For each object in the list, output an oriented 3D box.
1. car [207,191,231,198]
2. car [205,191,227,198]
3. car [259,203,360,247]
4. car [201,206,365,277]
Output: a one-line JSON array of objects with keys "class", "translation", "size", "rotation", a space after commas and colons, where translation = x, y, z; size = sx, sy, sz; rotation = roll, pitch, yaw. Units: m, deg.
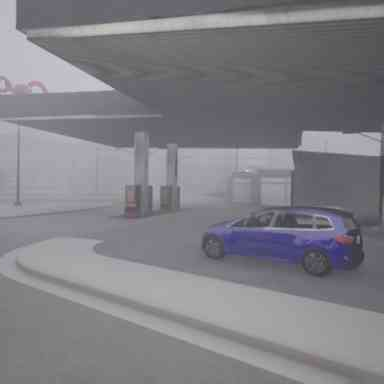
[{"class": "car", "translation": [6.248, 0.639, 77.548], "size": [5.357, 1.411, 2.033], "rotation": [1, 1, -5]}, {"class": "car", "translation": [5.295, 0.606, 73.948], "size": [5.008, 1.535, 1.882], "rotation": [1, 1, -5]}, {"class": "car", "translation": [5.197, 1.360, 14.865], "size": [3.806, 1.475, 1.970], "rotation": [2, 1, 36]}, {"class": "car", "translation": [2.461, 1.215, 9.756], "size": [4.611, 1.667, 2.242], "rotation": [2, 1, 36]}]
